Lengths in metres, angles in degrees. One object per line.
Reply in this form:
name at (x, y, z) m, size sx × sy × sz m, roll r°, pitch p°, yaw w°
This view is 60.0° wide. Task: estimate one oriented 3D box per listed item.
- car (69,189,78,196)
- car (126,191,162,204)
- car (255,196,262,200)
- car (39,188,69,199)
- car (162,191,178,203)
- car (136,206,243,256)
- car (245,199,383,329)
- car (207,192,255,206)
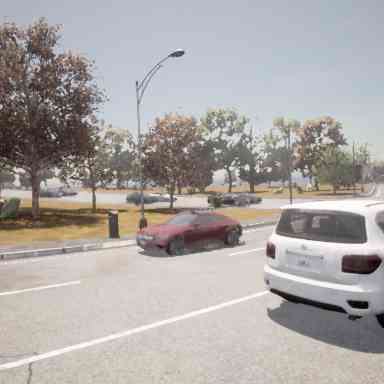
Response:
car at (-22.298, 0.061, 58.071) m, size 5.357 × 1.411 × 2.033 m, roll 2°, pitch 4°, yaw 33°
car at (-6.662, 0.795, 43.720) m, size 4.674 × 1.442 × 1.812 m, roll 1°, pitch 3°, yaw 33°
car at (6.169, 0.739, 39.586) m, size 4.181 × 1.385 × 1.994 m, roll 0°, pitch 3°, yaw 33°
car at (-22.944, 0.220, 54.311) m, size 4.902 × 1.511 × 2.128 m, roll 2°, pitch 4°, yaw 33°
car at (-4.153, 0.640, 46.260) m, size 4.674 × 1.442 × 1.812 m, roll 1°, pitch 4°, yaw 33°
car at (0.061, 1.489, 13.134) m, size 4.674 × 1.442 × 1.812 m, roll -1°, pitch 0°, yaw -40°
car at (3.855, 1.174, 6.997) m, size 5.566 × 2.045 × 2.150 m, roll -1°, pitch 0°, yaw -39°
car at (3.996, 0.834, 36.825) m, size 4.902 × 1.511 × 2.128 m, roll 0°, pitch 3°, yaw 33°
